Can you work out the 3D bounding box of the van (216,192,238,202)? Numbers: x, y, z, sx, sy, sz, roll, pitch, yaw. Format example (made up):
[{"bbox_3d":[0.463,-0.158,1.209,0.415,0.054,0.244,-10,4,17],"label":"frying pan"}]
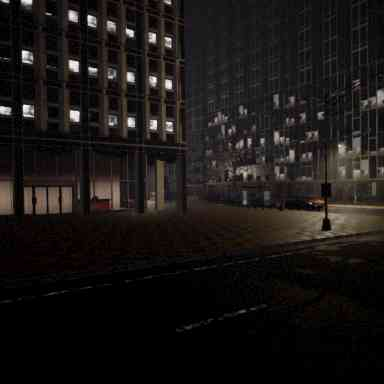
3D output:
[{"bbox_3d":[6.293,0.856,59.791,1.690,1.788,3.998,0,1,-34],"label":"van"}]

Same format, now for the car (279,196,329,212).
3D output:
[{"bbox_3d":[12.147,1.424,36.237,1.947,1.339,4.313,0,1,-34],"label":"car"}]

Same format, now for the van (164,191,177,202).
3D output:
[{"bbox_3d":[-3.832,0.938,59.734,1.690,1.788,3.998,0,1,-34],"label":"van"}]

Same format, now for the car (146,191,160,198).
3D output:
[{"bbox_3d":[-9.794,0.687,83.218,1.967,1.590,4.097,0,1,-34],"label":"car"}]

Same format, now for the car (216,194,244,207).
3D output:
[{"bbox_3d":[5.775,1.320,45.652,1.947,1.339,4.313,0,1,-34],"label":"car"}]

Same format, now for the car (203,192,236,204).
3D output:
[{"bbox_3d":[4.351,1.006,52.396,2.097,1.767,4.553,-1,1,-34],"label":"car"}]

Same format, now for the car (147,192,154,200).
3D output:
[{"bbox_3d":[-10.267,1.040,69.107,2.008,1.369,4.403,0,1,-34],"label":"car"}]

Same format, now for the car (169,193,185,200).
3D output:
[{"bbox_3d":[-3.359,0.937,73.850,1.802,1.307,4.206,0,1,-34],"label":"car"}]

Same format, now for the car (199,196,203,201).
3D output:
[{"bbox_3d":[3.076,1.044,64.479,1.802,1.307,4.206,0,1,-34],"label":"car"}]

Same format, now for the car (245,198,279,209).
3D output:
[{"bbox_3d":[8.944,1.388,40.935,1.802,1.307,4.206,0,1,-34],"label":"car"}]
